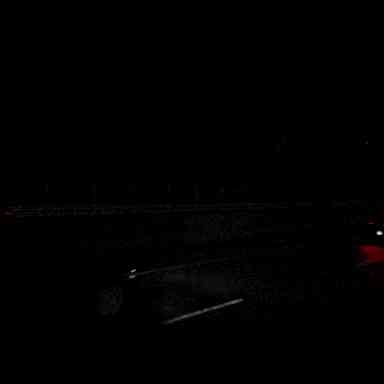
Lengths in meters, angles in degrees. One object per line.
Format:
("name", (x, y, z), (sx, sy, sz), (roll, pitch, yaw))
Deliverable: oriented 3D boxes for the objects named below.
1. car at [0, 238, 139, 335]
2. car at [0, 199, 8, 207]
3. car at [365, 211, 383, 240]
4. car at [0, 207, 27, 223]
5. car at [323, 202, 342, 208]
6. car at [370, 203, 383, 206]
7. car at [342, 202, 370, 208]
("car", (-3.295, 1.540, 5.653), (5.008, 1.535, 1.882), (0, -1, -40))
("car", (-13.893, 1.447, 19.860), (5.566, 2.045, 2.150), (0, -1, -40))
("car", (10.715, 1.712, 17.254), (4.892, 1.490, 1.837), (1, -1, -40))
("car", (-9.747, 1.639, 14.203), (5.008, 1.535, 1.882), (0, -1, -40))
("car", (20.995, 2.204, 48.614), (4.674, 1.442, 1.812), (1, -1, -40))
("car", (25.434, 2.129, 43.202), (4.674, 1.442, 1.812), (1, -1, -40))
("car", (23.177, 2.154, 45.879), (4.892, 1.490, 1.837), (1, -1, -40))
